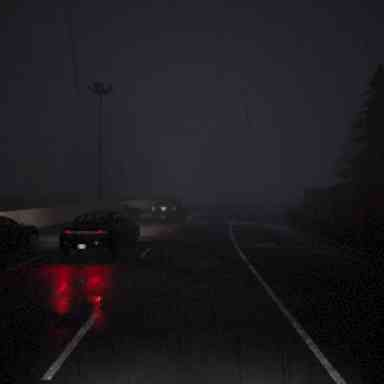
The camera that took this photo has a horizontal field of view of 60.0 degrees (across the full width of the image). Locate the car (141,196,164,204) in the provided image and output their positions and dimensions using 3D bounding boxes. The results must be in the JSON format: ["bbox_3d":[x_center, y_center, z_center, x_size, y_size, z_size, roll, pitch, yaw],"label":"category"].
[{"bbox_3d":[-7.361,1.497,62.913,1.895,1.301,4.718,0,0,29],"label":"car"}]

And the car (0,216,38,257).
[{"bbox_3d":[-6.874,1.460,10.912,1.882,1.535,5.008,0,0,0],"label":"car"}]

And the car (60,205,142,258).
[{"bbox_3d":[-3.292,1.469,12.683,2.128,1.511,4.902,0,0,3],"label":"car"}]

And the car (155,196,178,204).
[{"bbox_3d":[-4.567,1.501,60.715,1.895,1.301,4.718,0,0,29],"label":"car"}]

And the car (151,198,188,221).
[{"bbox_3d":[-1.724,1.307,26.910,2.097,1.767,4.553,0,0,11],"label":"car"}]
